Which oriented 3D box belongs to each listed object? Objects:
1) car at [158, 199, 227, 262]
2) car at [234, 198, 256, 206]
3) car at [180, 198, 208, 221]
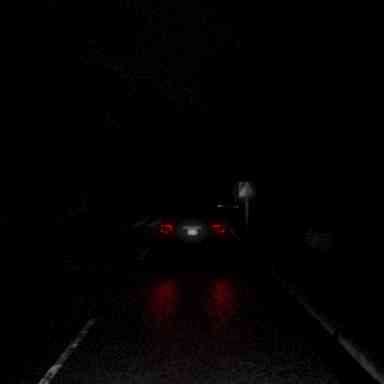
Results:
[{"bbox_3d":[0.036,1.256,12.381,2.150,2.045,5.566,0,0,1],"label":"car"},{"bbox_3d":[9.387,1.587,58.835,2.097,1.767,4.553,-1,-1,42],"label":"car"},{"bbox_3d":[0.282,1.439,28.427,2.097,1.767,4.553,0,0,4],"label":"car"}]
